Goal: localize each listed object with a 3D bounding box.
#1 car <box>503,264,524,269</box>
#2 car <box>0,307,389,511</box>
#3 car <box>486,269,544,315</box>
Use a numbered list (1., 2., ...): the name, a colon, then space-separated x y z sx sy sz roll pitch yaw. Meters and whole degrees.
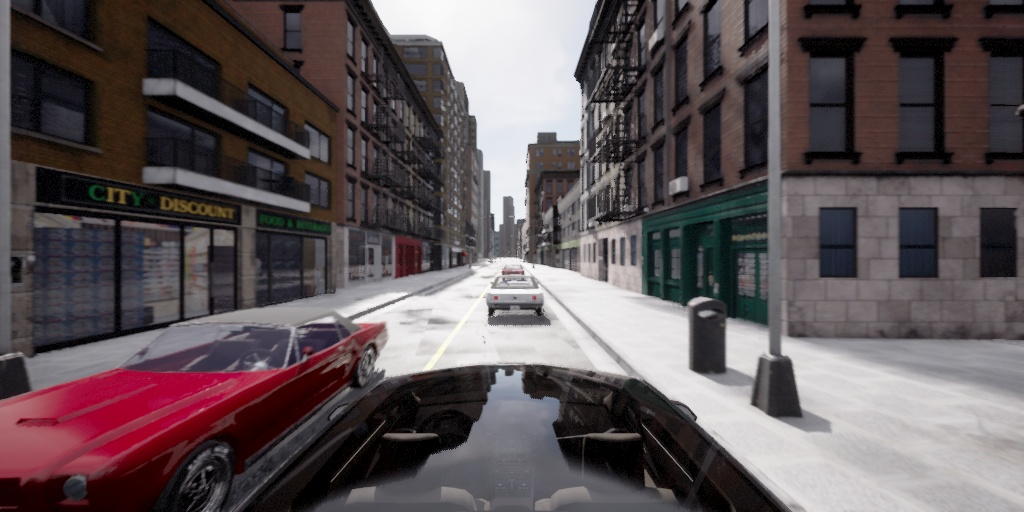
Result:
1. car: 0.101 1.358 30.925 1.895 1.301 4.718 0 0 0
2. car: -3.100 1.352 4.097 1.895 1.301 4.718 0 0 0
3. car: 0.100 1.354 13.584 1.895 1.301 4.718 0 0 0
